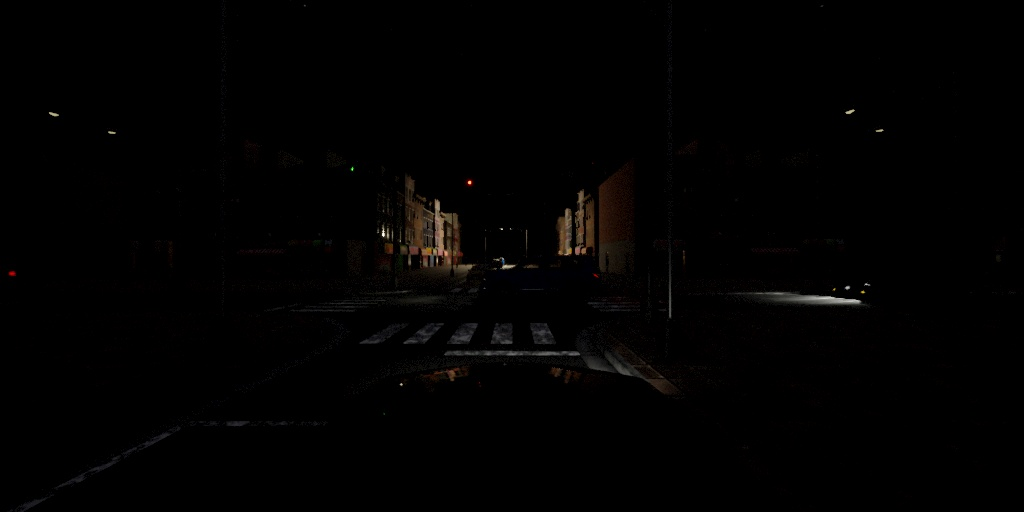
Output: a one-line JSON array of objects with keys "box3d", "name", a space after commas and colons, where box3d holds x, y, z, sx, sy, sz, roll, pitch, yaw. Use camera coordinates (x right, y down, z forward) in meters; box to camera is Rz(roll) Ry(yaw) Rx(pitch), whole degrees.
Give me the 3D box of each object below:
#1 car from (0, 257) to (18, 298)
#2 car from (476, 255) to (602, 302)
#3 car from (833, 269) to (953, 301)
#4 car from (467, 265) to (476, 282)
[{"box3d": [-26.868, 1.037, 16.742, 5.566, 2.045, 2.150, 0, 0, 0], "name": "car"}, {"box3d": [1.321, 0.985, 16.678, 5.566, 2.045, 2.150, 0, 0, 0], "name": "car"}, {"box3d": [17.579, 1.292, 16.648, 4.181, 1.385, 1.994, 0, 0, 0], "name": "car"}, {"box3d": [-2.622, 1.294, 28.686, 1.751, 1.417, 4.829, 0, 0, 0], "name": "car"}]
